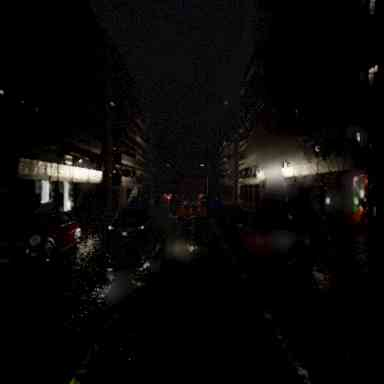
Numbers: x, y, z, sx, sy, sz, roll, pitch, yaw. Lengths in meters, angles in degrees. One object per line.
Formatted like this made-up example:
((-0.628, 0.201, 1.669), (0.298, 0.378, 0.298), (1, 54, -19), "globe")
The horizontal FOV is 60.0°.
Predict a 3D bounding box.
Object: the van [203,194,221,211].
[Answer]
((2.550, 1.302, 39.567), (1.690, 1.788, 3.998), (-1, 0, 0), "van")

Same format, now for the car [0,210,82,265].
((-5.327, 1.428, 11.453), (1.967, 1.590, 4.097), (-1, 0, 0), "car")

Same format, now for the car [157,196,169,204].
((-5.330, 1.487, 62.314), (1.887, 1.381, 4.507), (-1, 0, 0), "car")

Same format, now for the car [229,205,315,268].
((2.557, 1.428, 11.245), (1.967, 1.590, 4.097), (-1, 0, 0), "car")

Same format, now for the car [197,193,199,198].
((2.547, 1.249, 73.552), (2.192, 1.841, 5.009), (-1, 0, 0), "car")

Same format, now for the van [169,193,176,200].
((-5.334, 1.263, 90.571), (1.690, 1.788, 3.998), (-1, 0, 0), "van")

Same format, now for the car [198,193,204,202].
((2.548, 1.266, 50.895), (2.192, 1.841, 5.009), (-1, 0, 0), "car")

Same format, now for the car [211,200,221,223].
((2.554, 1.522, 22.574), (1.887, 1.381, 4.507), (-1, 0, 0), "car")

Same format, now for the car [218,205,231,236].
((2.554, 1.565, 16.910), (1.802, 1.307, 4.206), (-1, 0, 0), "car")

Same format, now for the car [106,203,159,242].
((-2.863, 1.509, 16.489), (1.812, 1.442, 4.674), (0, 0, 0), "car")

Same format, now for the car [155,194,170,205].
((-5.329, 1.491, 56.663), (1.887, 1.381, 4.507), (-1, 0, 0), "car")

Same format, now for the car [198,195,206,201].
((2.549, 1.508, 84.881), (1.802, 1.307, 4.206), (-1, 0, 0), "car")

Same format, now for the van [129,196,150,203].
((-5.330, 1.307, 34.057), (1.690, 1.788, 3.998), (-1, 0, 0), "van")

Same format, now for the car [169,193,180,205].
((-2.813, 1.424, 56.928), (1.882, 1.535, 5.008), (0, 0, 0), "car")

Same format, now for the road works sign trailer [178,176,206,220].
((-0.002, 0.437, 27.568), (2.380, 3.560, 2.880), (0, 0, 0), "road works sign trailer")

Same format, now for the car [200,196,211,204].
((2.551, 1.524, 62.224), (1.802, 1.307, 4.206), (-1, 0, 0), "car")

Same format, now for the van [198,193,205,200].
((2.546, 1.263, 90.546), (1.690, 1.788, 3.998), (-1, 0, 0), "van")

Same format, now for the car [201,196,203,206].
((2.552, 1.538, 45.231), (1.802, 1.307, 4.206), (-1, 0, 0), "car")
